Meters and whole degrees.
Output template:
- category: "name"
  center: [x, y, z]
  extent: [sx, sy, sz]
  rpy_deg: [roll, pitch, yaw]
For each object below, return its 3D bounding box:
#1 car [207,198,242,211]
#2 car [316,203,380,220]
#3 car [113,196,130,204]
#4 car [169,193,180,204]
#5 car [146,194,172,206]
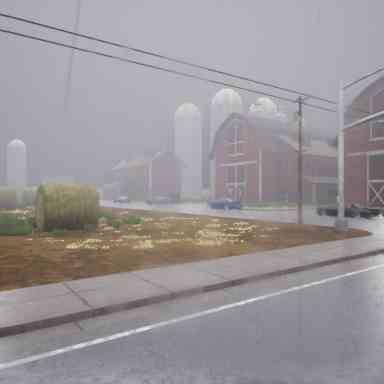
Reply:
- category: "car"
  center: [3.884, 1.451, 40.205]
  extent: [1.882, 1.535, 5.008]
  rpy_deg: [0, 0, -36]
- category: "car"
  center: [12.943, 1.568, 27.974]
  extent: [1.895, 1.301, 4.718]
  rpy_deg: [0, 0, -36]
- category: "car"
  center: [-13.452, 1.499, 63.602]
  extent: [1.812, 1.442, 4.674]
  rpy_deg: [0, 0, -36]
- category: "car"
  center: [-3.979, 1.118, 57.640]
  extent: [3.866, 1.878, 1.905]
  rpy_deg: [-2, 5, 11]
- category: "car"
  center: [-5.576, 1.445, 52.935]
  extent: [1.812, 1.442, 4.674]
  rpy_deg: [-1, 0, -36]
